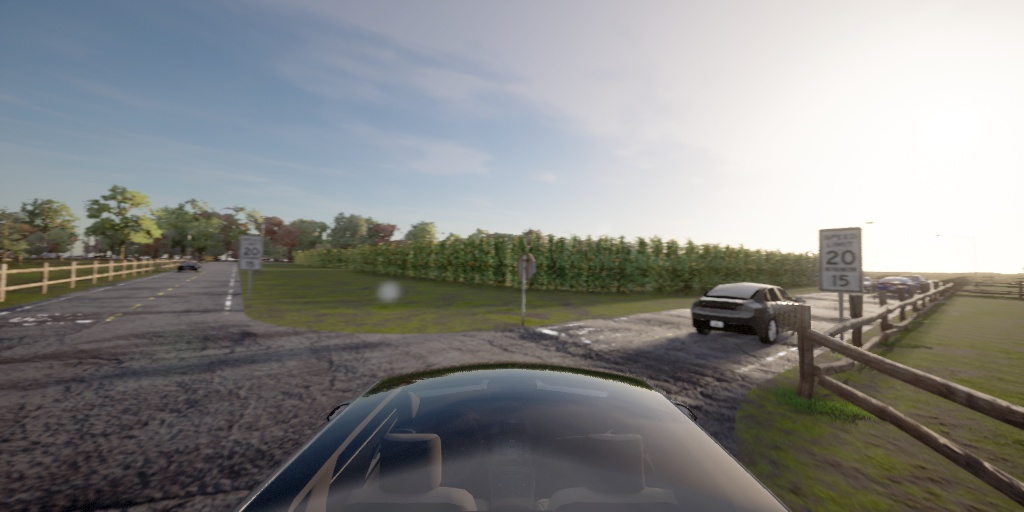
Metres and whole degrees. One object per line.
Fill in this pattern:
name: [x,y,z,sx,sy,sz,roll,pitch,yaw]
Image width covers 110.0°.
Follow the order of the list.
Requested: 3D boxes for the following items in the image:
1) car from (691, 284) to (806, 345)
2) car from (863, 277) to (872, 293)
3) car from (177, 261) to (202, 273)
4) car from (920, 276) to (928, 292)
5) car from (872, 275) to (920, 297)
car: [7.203,1.581,10.731,4.892,1.490,1.837,2,-2,-38]
car: [33.427,2.724,34.346,5.357,1.411,2.033,2,-2,-38]
car: [-37.497,1.238,41.713,1.895,1.301,4.718,3,-2,-37]
car: [39.837,2.661,35.789,4.553,1.767,2.097,2,-2,-37]
car: [31.382,2.465,29.247,5.008,1.535,1.882,2,-2,-37]
